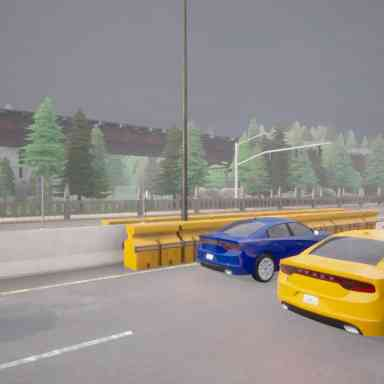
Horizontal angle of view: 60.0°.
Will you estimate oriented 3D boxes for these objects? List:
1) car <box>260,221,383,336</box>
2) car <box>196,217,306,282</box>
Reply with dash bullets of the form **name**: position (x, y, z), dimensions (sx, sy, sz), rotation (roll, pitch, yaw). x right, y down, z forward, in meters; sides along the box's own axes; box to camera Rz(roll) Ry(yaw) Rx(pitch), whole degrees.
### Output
- **car**: position (3.816, 1.478, 6.476), dimensions (5.008, 1.535, 1.882), rotation (0, 0, -35)
- **car**: position (2.455, 1.478, 9.805), dimensions (5.008, 1.535, 1.882), rotation (0, 0, -36)
